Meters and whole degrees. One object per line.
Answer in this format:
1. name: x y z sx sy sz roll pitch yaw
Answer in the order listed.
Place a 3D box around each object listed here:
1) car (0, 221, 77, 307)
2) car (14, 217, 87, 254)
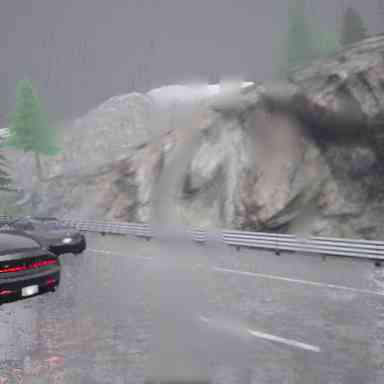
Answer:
1. car: -4.949 1.544 7.478 4.892 1.490 1.837 0 0 35
2. car: -5.867 1.615 12.366 4.181 1.385 1.994 0 0 34
